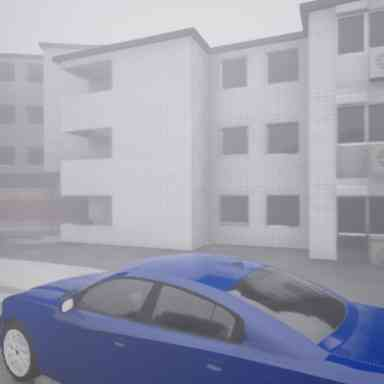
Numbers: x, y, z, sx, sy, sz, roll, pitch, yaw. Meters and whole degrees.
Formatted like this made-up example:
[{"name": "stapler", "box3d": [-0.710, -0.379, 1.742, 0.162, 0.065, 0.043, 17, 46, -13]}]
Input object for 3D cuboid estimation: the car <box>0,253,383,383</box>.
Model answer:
[{"name": "car", "box3d": [-0.231, 1.487, 3.865, 5.008, 1.535, 1.882, 0, 0, 33]}]
